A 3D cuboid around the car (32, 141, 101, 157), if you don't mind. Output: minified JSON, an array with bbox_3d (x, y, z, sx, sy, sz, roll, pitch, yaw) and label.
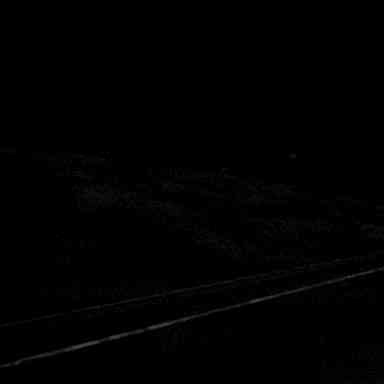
[{"bbox_3d":[-10.456,-3.309,27.157,4.892,1.521,2.231,2,-1,-44],"label":"car"}]

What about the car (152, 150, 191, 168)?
[{"bbox_3d":[-2.607,-3.165,35.214,2.435,2.045,5.566,1,-2,44],"label":"car"}]

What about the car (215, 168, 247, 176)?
[{"bbox_3d":[4.728,-2.399,43.442,2.002,1.452,4.674,1,-2,41],"label":"car"}]

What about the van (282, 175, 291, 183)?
[{"bbox_3d":[15.274,-1.783,56.445,1.878,1.987,4.442,1,-3,38],"label":"van"}]

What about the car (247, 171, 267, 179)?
[{"bbox_3d":[8.293,-2.129,47.678,2.002,1.452,4.674,1,-2,40],"label":"car"}]

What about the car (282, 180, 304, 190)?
[{"bbox_3d":[18.524,-1.206,60.803,2.163,1.488,4.792,1,-3,37],"label":"car"}]

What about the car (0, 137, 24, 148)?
[{"bbox_3d":[-14.359,-3.433,23.396,4.674,1.452,2.002,2,-1,-43],"label":"car"}]

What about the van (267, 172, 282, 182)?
[{"bbox_3d":[11.886,-2.096,52.074,1.878,1.987,4.442,1,-3,39],"label":"van"}]

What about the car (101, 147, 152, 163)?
[{"bbox_3d":[-6.486,-3.248,31.159,2.185,1.767,4.553,0,-2,45],"label":"car"}]
